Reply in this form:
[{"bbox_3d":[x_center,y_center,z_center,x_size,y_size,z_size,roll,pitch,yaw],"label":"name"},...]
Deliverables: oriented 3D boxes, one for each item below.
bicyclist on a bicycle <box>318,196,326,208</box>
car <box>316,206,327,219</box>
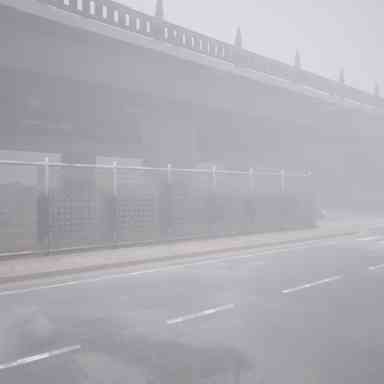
[{"bbox_3d":[16.684,1.301,42.717,1.656,1.620,0.582,0,0,-36],"label":"bicyclist on a bicycle"},{"bbox_3d":[9.102,1.491,28.521,2.128,1.511,4.902,0,0,-36],"label":"car"}]
